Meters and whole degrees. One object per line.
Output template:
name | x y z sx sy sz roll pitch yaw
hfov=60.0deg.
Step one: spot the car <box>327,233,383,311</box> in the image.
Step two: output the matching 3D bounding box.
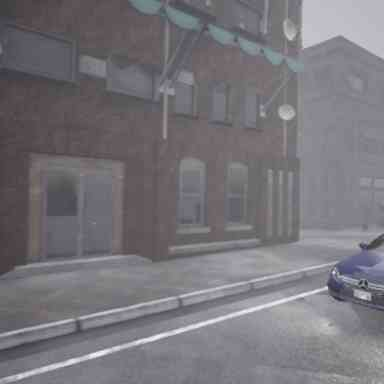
car | 4.887 1.553 7.219 4.674 1.442 1.812 0 0 -36
